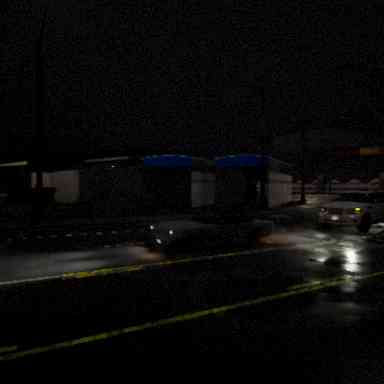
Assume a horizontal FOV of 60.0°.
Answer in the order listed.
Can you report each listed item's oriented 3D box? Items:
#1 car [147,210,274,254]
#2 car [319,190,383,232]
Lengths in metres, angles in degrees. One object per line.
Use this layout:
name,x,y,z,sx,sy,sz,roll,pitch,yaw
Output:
car,0.764,1.357,12.529,4.718,1.301,1.895,-1,1,-32
car,9.146,0.897,17.912,5.566,2.045,2.150,-1,1,-38
